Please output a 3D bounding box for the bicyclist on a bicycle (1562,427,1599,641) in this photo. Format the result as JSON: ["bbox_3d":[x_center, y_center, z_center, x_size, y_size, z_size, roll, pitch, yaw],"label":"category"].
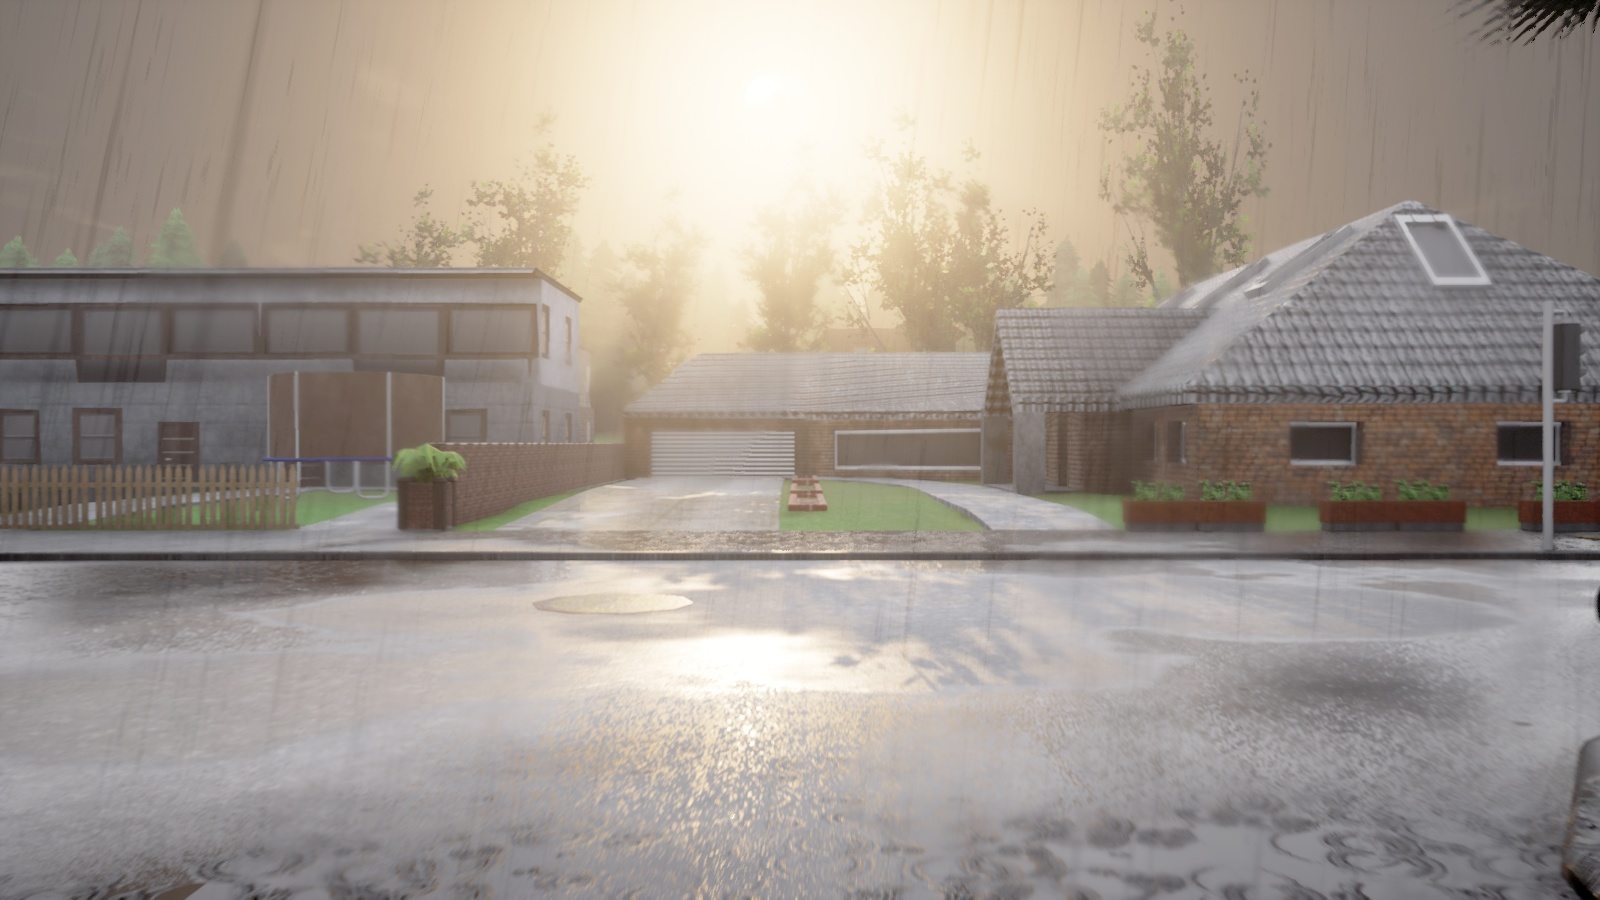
[{"bbox_3d":[6.783,0.637,9.496,1.509,1.612,0.866,0,2,-8],"label":"bicyclist on a bicycle"}]
